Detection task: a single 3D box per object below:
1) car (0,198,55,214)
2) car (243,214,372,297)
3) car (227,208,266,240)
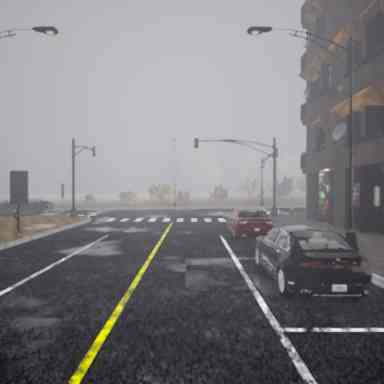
[{"bbox_3d":[-16.700,1.406,34.303,4.902,1.511,2.128,-1,0,0],"label":"car"},{"bbox_3d":[2.674,1.485,8.197,2.008,1.369,4.403,0,0,0],"label":"car"},{"bbox_3d":[2.715,1.417,16.126,1.887,1.381,4.507,0,0,0],"label":"car"}]
